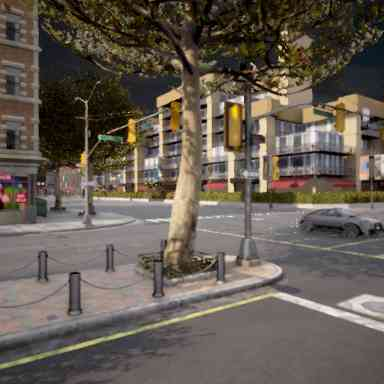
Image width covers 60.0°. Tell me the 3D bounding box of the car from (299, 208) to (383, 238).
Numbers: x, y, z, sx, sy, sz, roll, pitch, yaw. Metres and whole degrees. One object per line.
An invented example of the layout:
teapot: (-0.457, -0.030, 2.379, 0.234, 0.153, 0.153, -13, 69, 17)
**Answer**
car: (7.840, 1.554, 17.716, 1.994, 1.385, 4.181, 0, 0, -36)
